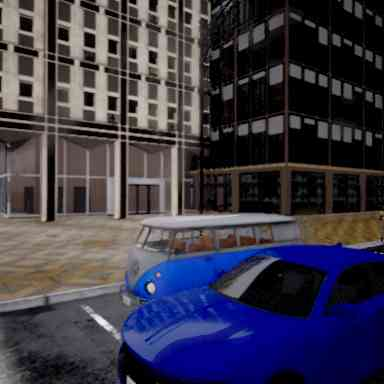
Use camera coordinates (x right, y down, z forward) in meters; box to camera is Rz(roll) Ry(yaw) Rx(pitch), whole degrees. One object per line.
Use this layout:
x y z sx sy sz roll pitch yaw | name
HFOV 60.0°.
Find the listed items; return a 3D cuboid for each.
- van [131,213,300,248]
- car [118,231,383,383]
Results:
0.586 1.366 6.978 3.998 1.788 1.690 0 0 -35 | van
1.508 1.500 4.439 5.008 1.535 1.882 0 0 -35 | car
